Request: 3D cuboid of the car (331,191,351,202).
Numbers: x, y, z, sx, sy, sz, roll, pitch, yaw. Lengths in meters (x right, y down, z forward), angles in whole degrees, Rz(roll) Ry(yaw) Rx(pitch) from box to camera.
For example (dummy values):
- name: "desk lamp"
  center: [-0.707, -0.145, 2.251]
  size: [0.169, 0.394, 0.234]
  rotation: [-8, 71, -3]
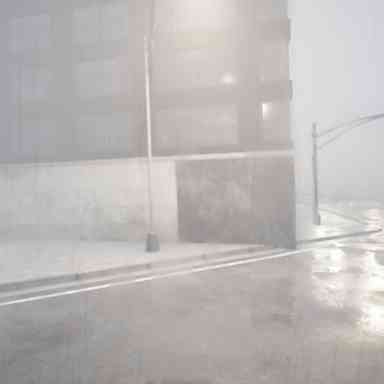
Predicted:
- name: "car"
  center: [21.265, 0.585, 47.546]
  size: [1.837, 1.490, 4.892]
  rotation: [-2, 2, 10]

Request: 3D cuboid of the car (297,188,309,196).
- name: "car"
  center: [26.045, 0.207, 75.799]
  size: [2.128, 1.511, 4.902]
  rotation: [-2, 0, 10]

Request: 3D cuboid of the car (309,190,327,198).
- name: "car"
  center: [23.785, 0.428, 62.308]
  size: [1.994, 1.385, 4.181]
  rotation: [-2, 1, 10]
